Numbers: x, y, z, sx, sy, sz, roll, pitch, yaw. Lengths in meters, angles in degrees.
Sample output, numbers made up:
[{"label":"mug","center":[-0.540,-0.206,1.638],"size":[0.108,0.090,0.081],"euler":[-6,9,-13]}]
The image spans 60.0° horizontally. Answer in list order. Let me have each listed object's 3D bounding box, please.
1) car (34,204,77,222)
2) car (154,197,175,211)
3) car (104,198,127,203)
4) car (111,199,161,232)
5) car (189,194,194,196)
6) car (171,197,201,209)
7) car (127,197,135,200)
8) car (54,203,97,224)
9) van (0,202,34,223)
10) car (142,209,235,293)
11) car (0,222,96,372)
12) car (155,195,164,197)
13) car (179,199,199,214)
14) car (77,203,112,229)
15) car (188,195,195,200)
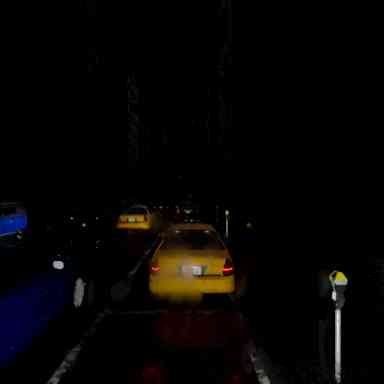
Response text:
[{"label":"car","center":[-8.815,1.568,19.979],"size":[1.947,1.339,4.313],"euler":[0,0,0]},{"label":"car","center":[-3.046,1.554,35.260],"size":[2.033,1.411,5.357],"euler":[0,0,0]},{"label":"car","center":[-8.815,1.573,36.483],"size":[1.947,1.339,4.313],"euler":[0,0,0]},{"label":"car","center":[-3.144,1.457,19.907],"size":[1.801,1.575,5.366],"euler":[0,0,0]},{"label":"car","center":[-0.257,1.501,84.576],"size":[1.967,1.590,4.097],"euler":[0,0,0]},{"label":"car","center":[-0.290,1.443,25.481],"size":[1.967,1.590,4.097],"euler":[0,0,0]},{"label":"car","center":[-8.815,1.591,41.985],"size":[1.802,1.307,4.206],"euler":[0,0,0]},{"label":"car","center":[-8.815,1.585,25.481],"size":[1.802,1.307,4.206],"euler":[0,0,0]},{"label":"van","center":[-8.815,1.342,14.478],"size":[1.690,1.788,3.998],"euler":[0,0,0]},{"label":"car","center":[0.005,1.457,8.840],"size":[1.801,1.575,5.366],"euler":[0,0,0]},{"label":"car","center":[-3.047,1.478,4.608],"size":[1.882,1.535,5.008],"euler":[0,0,0]},{"label":"car","center":[-8.782,1.643,84.589],"size":[1.802,1.307,4.206],"euler":[0,0,0]},{"label":"car","center":[-0.290,1.558,36.484],"size":[2.008,1.369,4.403],"euler":[0,0,0]},{"label":"car","center":[-6.245,1.603,21.474],"size":[1.895,1.301,4.718],"euler":[0,0,0]},{"label":"car","center":[-0.237,1.636,95.394],"size":[2.008,1.369,4.403],"euler":[0,0,0]}]
